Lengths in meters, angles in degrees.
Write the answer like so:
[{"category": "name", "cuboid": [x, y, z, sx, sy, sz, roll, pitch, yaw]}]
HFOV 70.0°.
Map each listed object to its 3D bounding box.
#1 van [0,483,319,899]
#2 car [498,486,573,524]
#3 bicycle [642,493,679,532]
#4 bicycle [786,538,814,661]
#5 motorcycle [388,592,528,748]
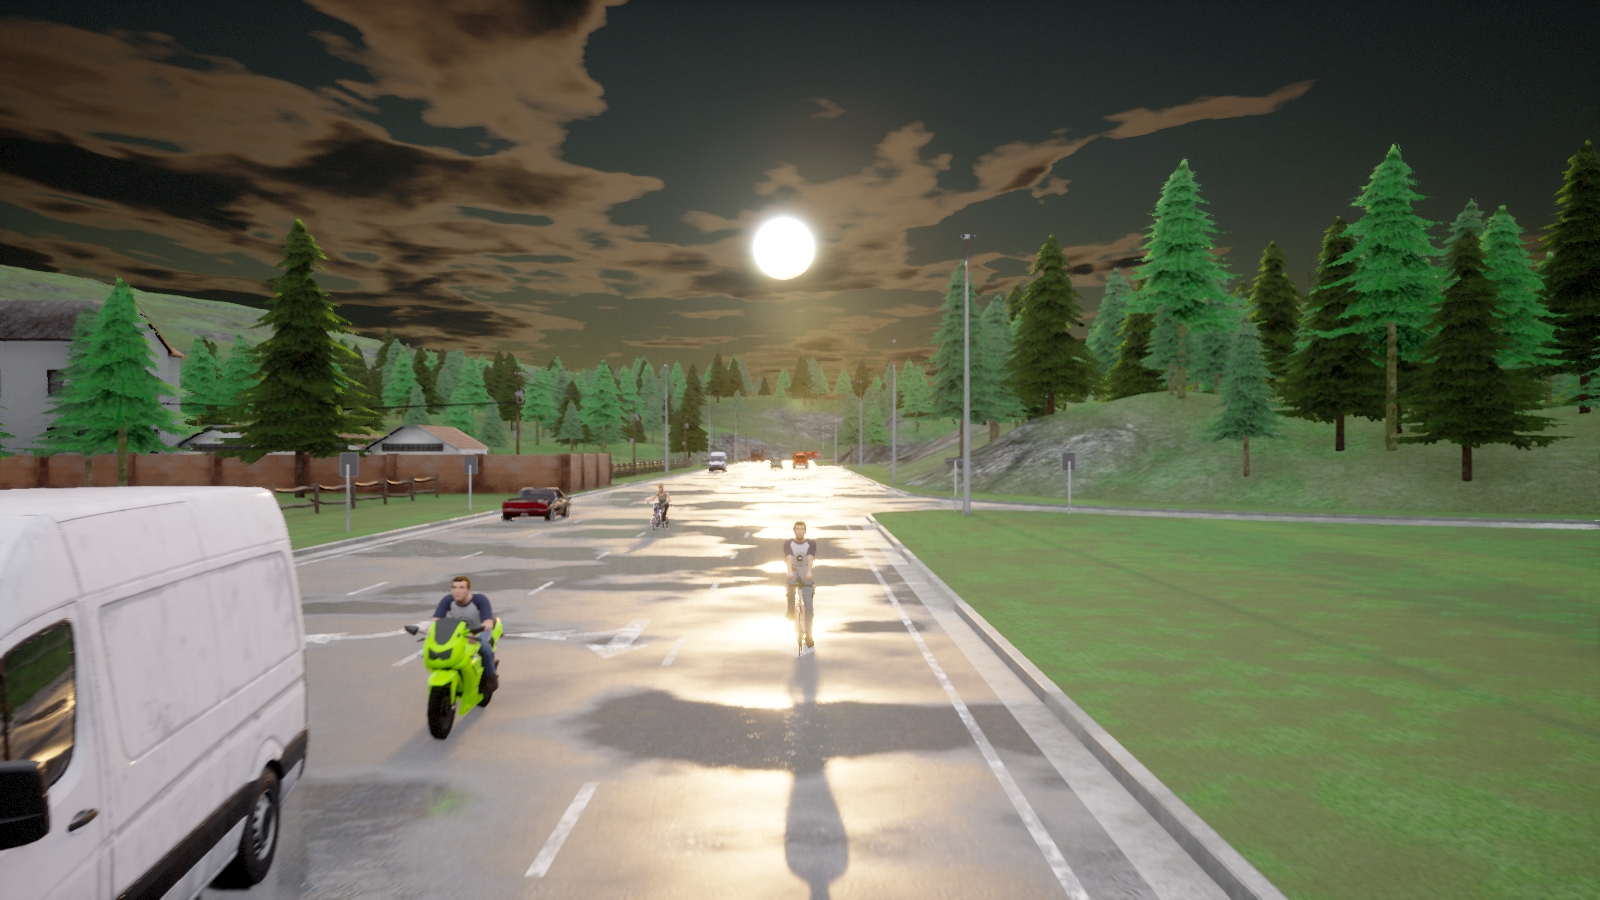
[{"category": "van", "cuboid": [-4.207, 1.535, 5.633, 1.988, 2.561, 5.915, 0, 0, -9]}, {"category": "car", "cuboid": [-10.503, 2.156, 45.732, 1.895, 1.301, 4.718, 0, 0, 0]}, {"category": "bicycle", "cuboid": [-4.843, 2.159, 39.701, 0.859, 1.277, 1.487, 0, 0, 12]}, {"category": "bicycle", "cuboid": [0.000, 2.056, 16.023, 0.373, 1.496, 1.643, 0, 0, 0]}, {"category": "motorcycle", "cuboid": [-3.442, 2.186, 11.706, 0.803, 1.199, 2.033, 0, 0, 1]}]
